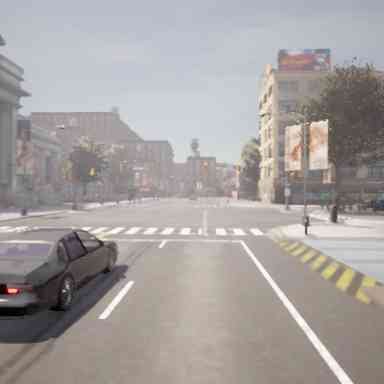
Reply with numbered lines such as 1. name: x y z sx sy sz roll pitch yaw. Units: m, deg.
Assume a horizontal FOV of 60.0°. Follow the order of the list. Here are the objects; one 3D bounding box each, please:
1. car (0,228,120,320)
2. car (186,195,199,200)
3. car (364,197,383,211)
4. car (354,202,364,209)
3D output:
1. car: -3.193 1.539 7.642 2.033 1.411 5.357 0 0 2
2. car: 0.155 1.637 95.159 2.033 1.411 5.357 0 0 2
3. car: 25.143 1.386 41.549 5.566 2.045 2.150 0 0 2
4. car: 24.623 1.659 45.061 4.902 1.511 2.128 0 0 2
